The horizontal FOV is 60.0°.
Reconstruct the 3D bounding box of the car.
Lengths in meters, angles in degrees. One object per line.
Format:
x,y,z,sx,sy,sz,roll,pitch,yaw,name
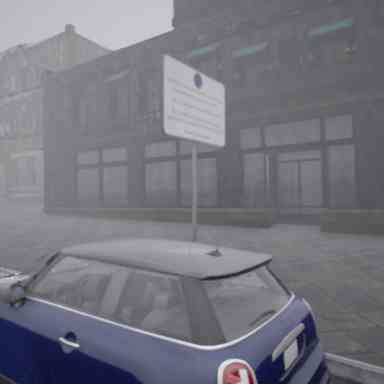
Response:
-0.918,1.352,3.973,4.553,1.767,2.185,0,0,35,car
